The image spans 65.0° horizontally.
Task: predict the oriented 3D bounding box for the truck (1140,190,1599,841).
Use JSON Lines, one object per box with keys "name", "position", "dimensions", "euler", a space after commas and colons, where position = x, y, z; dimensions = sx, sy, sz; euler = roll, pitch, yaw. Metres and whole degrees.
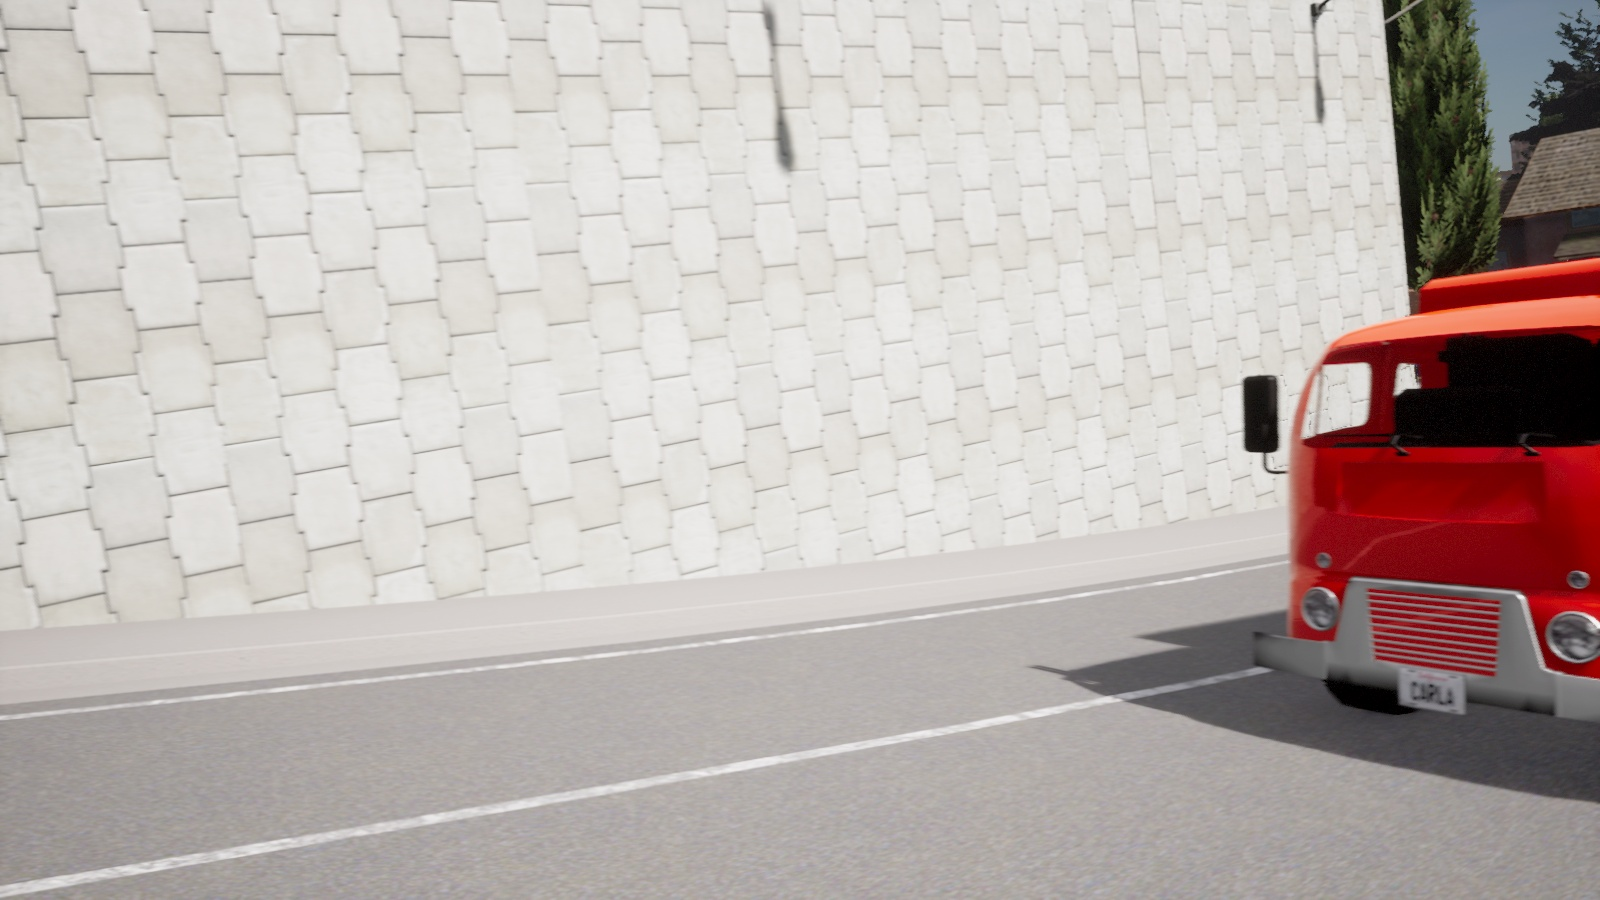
{"name": "truck", "position": [4.678, 0.176, 6.919], "dimensions": [5.204, 2.467, 2.627], "euler": [-2, 1, -35]}
